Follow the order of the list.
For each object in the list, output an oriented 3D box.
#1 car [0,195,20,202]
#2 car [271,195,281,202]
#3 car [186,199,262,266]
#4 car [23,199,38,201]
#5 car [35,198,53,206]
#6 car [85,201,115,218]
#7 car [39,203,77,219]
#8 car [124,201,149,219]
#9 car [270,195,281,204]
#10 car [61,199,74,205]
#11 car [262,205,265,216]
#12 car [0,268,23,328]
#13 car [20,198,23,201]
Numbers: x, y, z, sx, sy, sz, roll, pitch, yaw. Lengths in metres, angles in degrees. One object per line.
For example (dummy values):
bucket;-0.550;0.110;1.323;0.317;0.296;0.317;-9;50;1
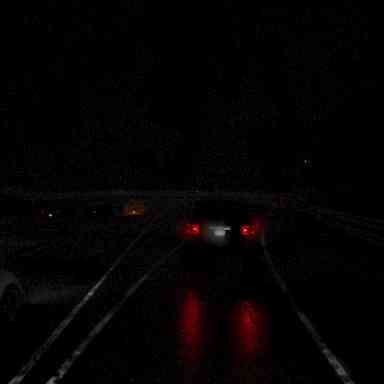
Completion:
car;-23.052;1.334;39.322;2.150;2.045;5.566;0;-1;-2
car;19.794;1.449;78.716;2.128;1.511;4.902;0;1;13
car;1.167;1.252;11.939;2.150;2.045;5.566;0;0;8
car;-27.354;1.888;58.725;1.882;1.535;5.008;0;-1;-3
car;-31.407;2.126;70.784;1.882;1.535;5.008;0;-1;-3
car;-8.480;1.571;31.078;1.882;1.535;5.008;0;-1;-3
car;-11.937;1.667;30.044;1.895;1.301;4.718;0;-1;-3
car;-5.062;1.585;30.752;1.882;1.535;5.008;0;-1;-3
car;17.285;1.688;68.955;1.837;1.490;4.892;0;1;15
car;-32.081;2.570;85.572;1.812;1.442;4.674;0;-2;-3
car;5.955;1.682;32.065;2.128;1.511;4.902;-1;-1;17
car;-3.847;1.516;3.994;1.812;1.442;4.674;0;0;-3
car;-30.815;1.728;57.788;2.097;1.767;4.553;0;-1;-3
